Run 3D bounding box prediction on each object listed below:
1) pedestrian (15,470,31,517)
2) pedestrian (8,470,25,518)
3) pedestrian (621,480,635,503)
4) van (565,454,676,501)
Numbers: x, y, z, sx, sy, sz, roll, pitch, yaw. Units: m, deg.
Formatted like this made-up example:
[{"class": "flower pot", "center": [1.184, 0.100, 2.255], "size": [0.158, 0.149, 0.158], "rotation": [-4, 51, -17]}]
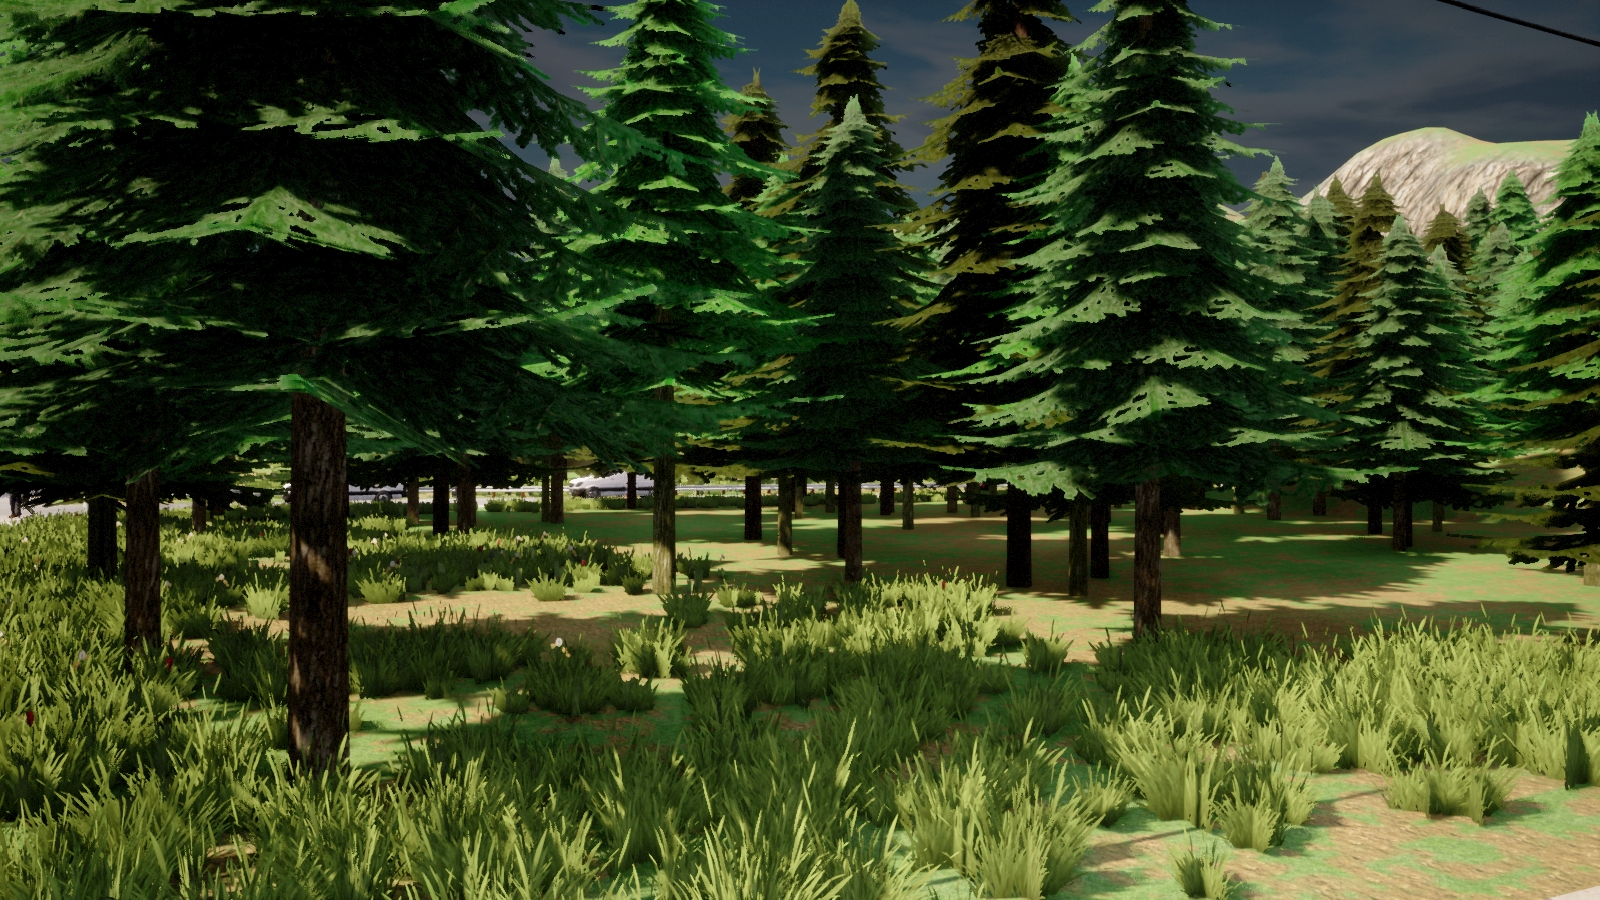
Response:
[{"class": "pedestrian", "center": [-30.695, 1.705, 45.122], "size": [0.375, 1.860, 0.375], "rotation": [0, 0, -6]}, {"class": "pedestrian", "center": [-30.506, 1.695, 44.487], "size": [0.375, 1.860, 0.375], "rotation": [0, 0, 12]}, {"class": "pedestrian", "center": [-8.550, 2.050, 56.738], "size": [0.500, 1.100, 0.500], "rotation": [0, 0, -32]}, {"class": "van", "center": [-10.165, 1.508, 64.765], "size": [5.915, 2.561, 1.988], "rotation": [0, 0, -27]}]
